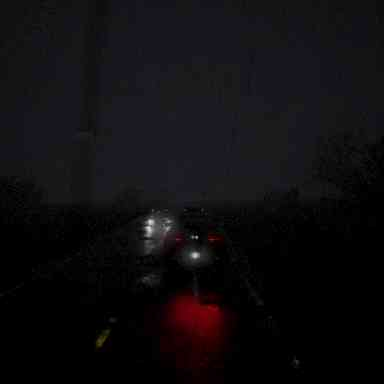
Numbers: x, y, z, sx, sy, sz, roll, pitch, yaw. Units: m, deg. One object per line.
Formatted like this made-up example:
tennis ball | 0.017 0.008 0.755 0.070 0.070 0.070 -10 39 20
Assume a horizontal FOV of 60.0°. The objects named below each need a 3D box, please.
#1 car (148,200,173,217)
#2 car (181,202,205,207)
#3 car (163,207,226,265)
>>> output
car | -2.859 1.497 30.916 1.837 1.490 4.892 0 0 0
car | 0.084 1.519 27.785 1.812 1.442 4.674 0 0 0
car | 0.088 1.500 11.582 1.837 1.490 4.892 0 0 0
